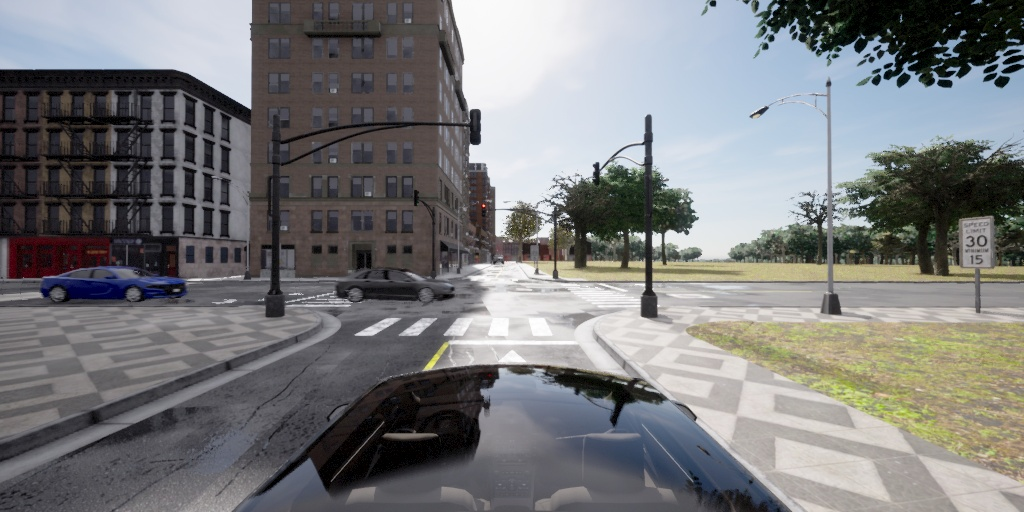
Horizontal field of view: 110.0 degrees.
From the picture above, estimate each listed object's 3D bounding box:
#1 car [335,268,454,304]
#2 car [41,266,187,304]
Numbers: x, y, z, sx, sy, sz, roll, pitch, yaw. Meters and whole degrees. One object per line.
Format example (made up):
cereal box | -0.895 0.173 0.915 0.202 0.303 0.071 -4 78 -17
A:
car | -4.950 1.286 15.427 4.892 1.490 1.837 1 -1 0
car | -16.932 1.197 15.429 5.008 1.535 1.882 0 -1 0
